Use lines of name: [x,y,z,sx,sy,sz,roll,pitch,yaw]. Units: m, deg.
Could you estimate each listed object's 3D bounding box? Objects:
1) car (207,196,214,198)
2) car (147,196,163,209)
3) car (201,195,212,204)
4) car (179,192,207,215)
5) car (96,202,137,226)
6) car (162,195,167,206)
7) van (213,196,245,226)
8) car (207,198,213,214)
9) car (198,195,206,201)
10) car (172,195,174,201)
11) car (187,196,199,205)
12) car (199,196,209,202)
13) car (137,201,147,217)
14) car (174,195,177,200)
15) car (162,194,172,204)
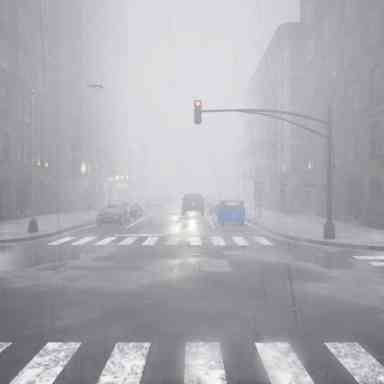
car: [2.645,1.576,45.899,1.802,1.307,4.206,0,0,0]
car: [-5.380,1.519,45.724,1.752,1.417,4.829,0,0,0]
car: [2.648,1.422,62.943,1.967,1.590,4.097,0,0,0]
car: [0.098,1.219,34.159,2.150,2.045,5.566,0,0,0]
car: [-5.384,1.549,23.166,2.008,1.369,4.403,0,0,0]
car: [-5.379,1.556,51.576,1.947,1.339,4.313,0,0,0]
van: [2.641,1.340,23.174,1.690,1.788,3.998,0,0,0]
car: [2.643,1.580,34.536,1.802,1.307,4.206,0,0,0]
car: [2.652,1.531,85.668,1.947,1.339,4.313,0,0,0]
car: [-5.376,1.292,68.621,2.192,1.841,5.009,0,0,0]
car: [0.108,1.475,60.629,2.128,1.511,4.902,0,0,0]
car: [2.650,1.524,74.305,2.008,1.369,4.403,0,0,0]
car: [-5.383,1.543,28.848,1.887,1.381,4.507,0,0,0]
car: [-5.374,1.409,79.985,1.967,1.590,4.097,0,0,0]
car: [-5.377,1.547,62.939,1.947,1.339,4.313,0,0,0]
